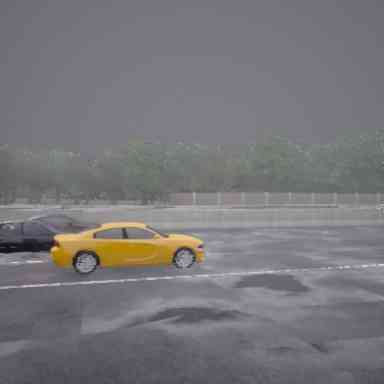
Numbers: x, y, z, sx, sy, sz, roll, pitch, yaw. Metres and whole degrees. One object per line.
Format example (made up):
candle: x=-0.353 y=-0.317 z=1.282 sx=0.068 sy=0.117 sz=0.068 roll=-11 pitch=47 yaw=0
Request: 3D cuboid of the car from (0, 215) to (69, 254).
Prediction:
car: x=-6.611 y=1.838 z=13.588 sx=5.357 sy=1.411 sz=2.033 roll=1 pitch=-1 yaw=-16

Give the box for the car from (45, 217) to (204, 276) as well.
car: x=-2.046 y=1.766 z=11.236 sx=5.008 sy=1.535 sz=1.882 roll=1 pitch=-1 yaw=-16
